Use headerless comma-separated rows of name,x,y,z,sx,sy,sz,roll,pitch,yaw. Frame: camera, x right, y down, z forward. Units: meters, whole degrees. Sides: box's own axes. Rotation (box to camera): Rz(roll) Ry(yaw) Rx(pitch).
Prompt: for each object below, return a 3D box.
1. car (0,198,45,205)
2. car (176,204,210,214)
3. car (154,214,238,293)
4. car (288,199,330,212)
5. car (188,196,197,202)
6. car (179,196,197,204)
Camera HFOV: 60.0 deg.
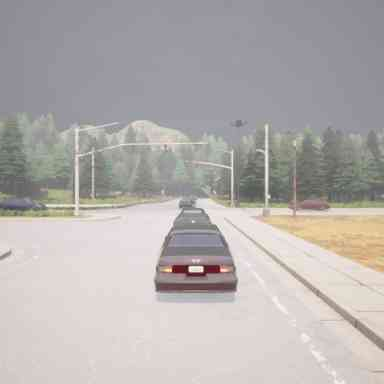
car,-18.086,1.397,35.750,4.553,1.767,2.097,0,0,1
car,0.044,1.562,18.212,1.994,1.385,4.181,0,0,1
car,0.077,1.549,8.987,2.033,1.411,5.357,0,0,0
car,13.682,1.542,38.897,4.674,1.442,1.812,0,0,1
car,0.166,1.597,80.884,1.895,1.301,4.718,0,0,2
car,-0.543,1.549,47.422,2.033,1.411,5.357,0,0,9
